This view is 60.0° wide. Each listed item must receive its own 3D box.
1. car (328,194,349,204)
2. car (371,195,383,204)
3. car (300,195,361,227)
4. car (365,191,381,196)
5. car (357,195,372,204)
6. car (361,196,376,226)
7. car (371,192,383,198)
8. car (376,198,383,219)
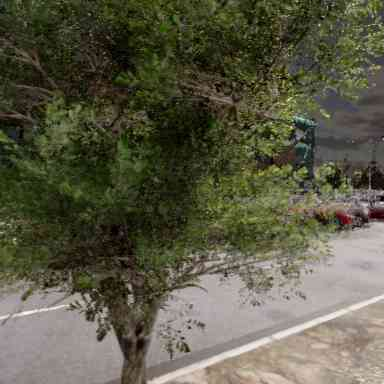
[{"bbox_3d":[24.865,1.162,56.266,2.231,1.521,4.892,0,-1,36],"label":"car"},{"bbox_3d":[37.888,1.558,67.298,2.185,1.767,4.553,1,-2,35],"label":"car"},{"bbox_3d":[7.234,1.223,21.029,5.566,2.045,2.435,-1,-1,35],"label":"car"},{"bbox_3d":[28.214,0.908,51.368,2.435,2.045,5.566,1,-1,36],"label":"car"},{"bbox_3d":[36.168,1.559,69.789,2.185,1.767,4.553,1,-2,36],"label":"car"},{"bbox_3d":[9.690,1.351,22.746,4.553,1.767,2.185,-1,-1,35],"label":"car"},{"bbox_3d":[19.515,1.220,29.712,5.566,2.045,2.435,-1,0,35],"label":"car"},{"bbox_3d":[14.595,1.480,26.233,5.008,1.535,2.097,-1,-1,35],"label":"car"}]
